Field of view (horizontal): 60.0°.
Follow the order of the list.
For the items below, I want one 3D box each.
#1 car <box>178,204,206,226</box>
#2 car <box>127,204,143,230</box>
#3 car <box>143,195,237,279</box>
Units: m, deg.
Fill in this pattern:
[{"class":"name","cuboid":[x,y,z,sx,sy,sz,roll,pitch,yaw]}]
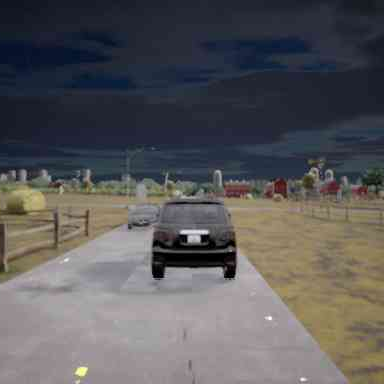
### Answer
[{"class":"car","cuboid":[0.017,1.624,24.730,1.895,1.301,4.718,0,0,0]},{"class":"car","cuboid":[-2.884,1.522,21.242,1.837,1.490,4.892,0,0,0]},{"class":"car","cuboid":[0.058,1.218,10.222,2.150,2.045,5.566,0,-1,0]}]
